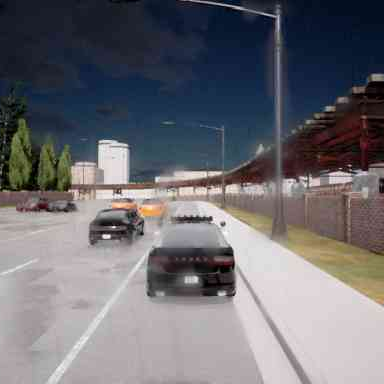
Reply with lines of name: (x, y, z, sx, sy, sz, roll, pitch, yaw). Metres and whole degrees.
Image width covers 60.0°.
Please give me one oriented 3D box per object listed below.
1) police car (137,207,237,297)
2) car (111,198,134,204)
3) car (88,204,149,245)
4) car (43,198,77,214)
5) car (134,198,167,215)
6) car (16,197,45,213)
police car: (-0.012, 1.428, 8.762, 1.930, 1.638, 5.238, 0, 0, 0)
car: (-6.802, 1.366, 33.007, 2.097, 1.767, 4.553, 0, 0, 0)
car: (-3.396, 1.512, 15.634, 1.837, 1.490, 4.892, 0, 0, 0)
car: (-13.994, 1.579, 36.073, 1.994, 1.385, 4.181, 0, 0, 0)
car: (-3.308, 1.363, 28.598, 2.097, 1.767, 4.553, 0, 0, 0)
car: (-17.493, 1.368, 36.916, 2.097, 1.767, 4.553, 0, 0, 0)
